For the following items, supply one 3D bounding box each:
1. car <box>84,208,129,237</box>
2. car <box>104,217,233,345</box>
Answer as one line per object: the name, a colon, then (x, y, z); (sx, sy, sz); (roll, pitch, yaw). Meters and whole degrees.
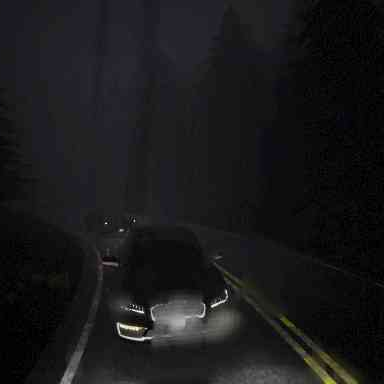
car: (-4.618, 1.610, 18.521); (1.895, 1.301, 4.718); (-3, 1, -29)
car: (-0.641, 1.494, 6.784); (1.837, 1.490, 4.892); (-1, 0, -11)
